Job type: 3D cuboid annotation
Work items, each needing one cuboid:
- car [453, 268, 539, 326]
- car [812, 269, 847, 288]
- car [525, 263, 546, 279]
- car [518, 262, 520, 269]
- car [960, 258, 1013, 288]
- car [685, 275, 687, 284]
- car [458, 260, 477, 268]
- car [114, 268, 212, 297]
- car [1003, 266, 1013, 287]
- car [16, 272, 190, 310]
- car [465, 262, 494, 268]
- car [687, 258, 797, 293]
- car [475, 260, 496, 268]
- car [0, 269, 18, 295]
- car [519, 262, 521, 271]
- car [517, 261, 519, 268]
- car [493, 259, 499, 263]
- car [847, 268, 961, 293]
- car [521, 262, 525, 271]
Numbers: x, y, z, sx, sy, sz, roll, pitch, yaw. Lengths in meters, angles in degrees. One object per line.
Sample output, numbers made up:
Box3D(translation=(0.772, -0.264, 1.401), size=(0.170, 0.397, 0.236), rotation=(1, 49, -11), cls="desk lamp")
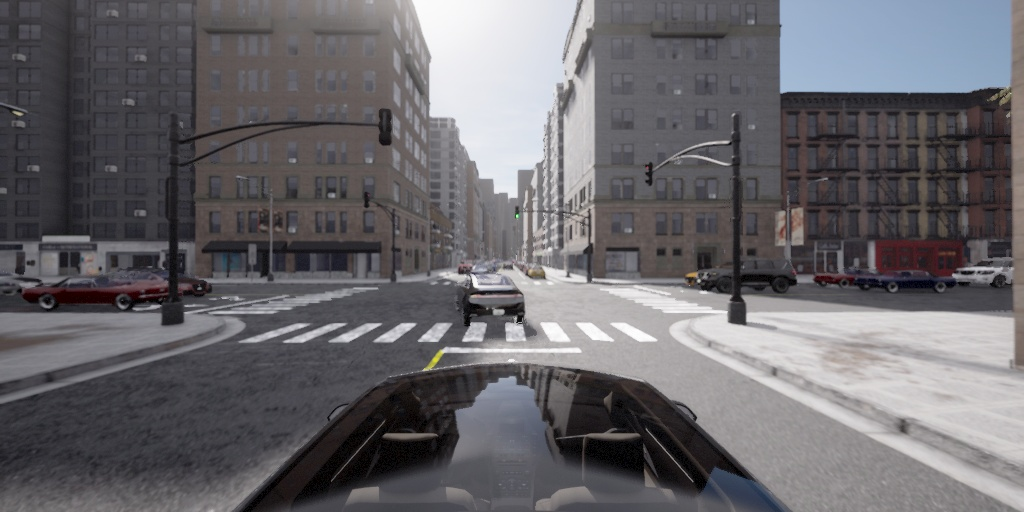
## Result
Box3D(translation=(-0.889, 1.343, 12.230), size=(2.128, 1.511, 4.902), rotation=(0, 0, -12), cls="car")
Box3D(translation=(24.106, 1.554, 25.255), size=(4.718, 1.301, 1.895), rotation=(0, 0, -1), cls="car")
Box3D(translation=(2.598, 1.613, 37.829), size=(1.751, 1.417, 4.829), rotation=(0, 0, -1), cls="car")
Box3D(translation=(2.349, 1.803, 54.234), size=(1.948, 1.339, 4.313), rotation=(0, 0, -1), cls="car")
Box3D(translation=(34.845, 1.169, 25.388), size=(5.566, 2.045, 2.150), rotation=(0, 0, -1), cls="car")
Box3D(translation=(14.771, 1.435, 25.134), size=(5.008, 1.535, 1.882), rotation=(0, 0, -1), cls="car")
Box3D(translation=(-6.092, 1.502, 48.581), size=(2.192, 1.841, 5.009), rotation=(0, 0, -1), cls="car")
Box3D(translation=(-17.708, 1.449, 18.010), size=(4.181, 1.385, 1.994), rotation=(0, 0, -1), cls="car")
Box3D(translation=(33.893, 1.490, 22.125), size=(4.181, 1.385, 1.994), rotation=(0, 0, -1), cls="car")
Box3D(translation=(-16.617, 1.467, 14.763), size=(4.718, 1.301, 1.895), rotation=(0, 0, -1), cls="car")
Box3D(translation=(-3.359, 1.639, 38.000), size=(2.033, 1.411, 5.357), rotation=(0, -1, -1), cls="car")
Box3D(translation=(14.150, 1.157, 21.879), size=(5.566, 2.045, 2.150), rotation=(0, 0, -1), cls="car")
Box3D(translation=(-3.470, 1.684, 47.698), size=(1.837, 1.490, 4.892), rotation=(0, -1, -1), cls="car")
Box3D(translation=(-26.525, 1.350, 17.891), size=(4.902, 1.511, 2.128), rotation=(0, 0, -1), cls="car")
Box3D(translation=(2.432, 1.738, 48.709), size=(2.007, 1.370, 4.403), rotation=(0, 0, -1), cls="car")
Box3D(translation=(2.265, 1.831, 59.760), size=(1.888, 1.381, 4.507), rotation=(0, 0, -1), cls="car")
Box3D(translation=(-3.568, 1.749, 58.089), size=(1.882, 1.535, 5.008), rotation=(0, -1, -1), cls="car")
Box3D(translation=(23.919, 1.531, 22.004), size=(4.718, 1.301, 1.895), rotation=(0, 0, -1), cls="car")
Box3D(translation=(2.516, 1.578, 43.184), size=(1.967, 1.591, 4.097), rotation=(0, 0, -1), cls="car")
